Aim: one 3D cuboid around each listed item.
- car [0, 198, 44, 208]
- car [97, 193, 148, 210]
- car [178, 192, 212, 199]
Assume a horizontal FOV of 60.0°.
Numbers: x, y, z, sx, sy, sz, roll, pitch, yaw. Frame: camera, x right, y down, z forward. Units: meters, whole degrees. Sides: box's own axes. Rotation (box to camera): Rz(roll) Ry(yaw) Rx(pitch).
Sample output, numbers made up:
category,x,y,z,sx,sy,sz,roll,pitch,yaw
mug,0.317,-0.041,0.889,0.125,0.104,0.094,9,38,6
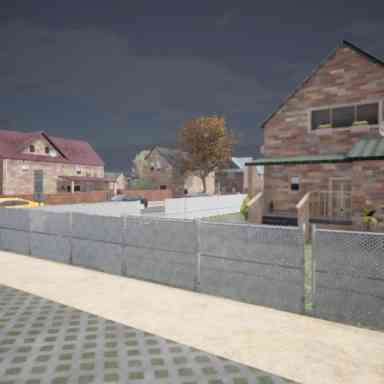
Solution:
category,x,y,z,sx,sy,sz,roll,pitch,yaw
car,-11.918,1.154,21.050,1.882,1.535,5.008,1,2,35
car,-6.053,0.916,29.290,1.882,1.535,5.008,1,2,35
car,0.464,0.722,38.440,2.033,1.411,5.357,1,2,35
